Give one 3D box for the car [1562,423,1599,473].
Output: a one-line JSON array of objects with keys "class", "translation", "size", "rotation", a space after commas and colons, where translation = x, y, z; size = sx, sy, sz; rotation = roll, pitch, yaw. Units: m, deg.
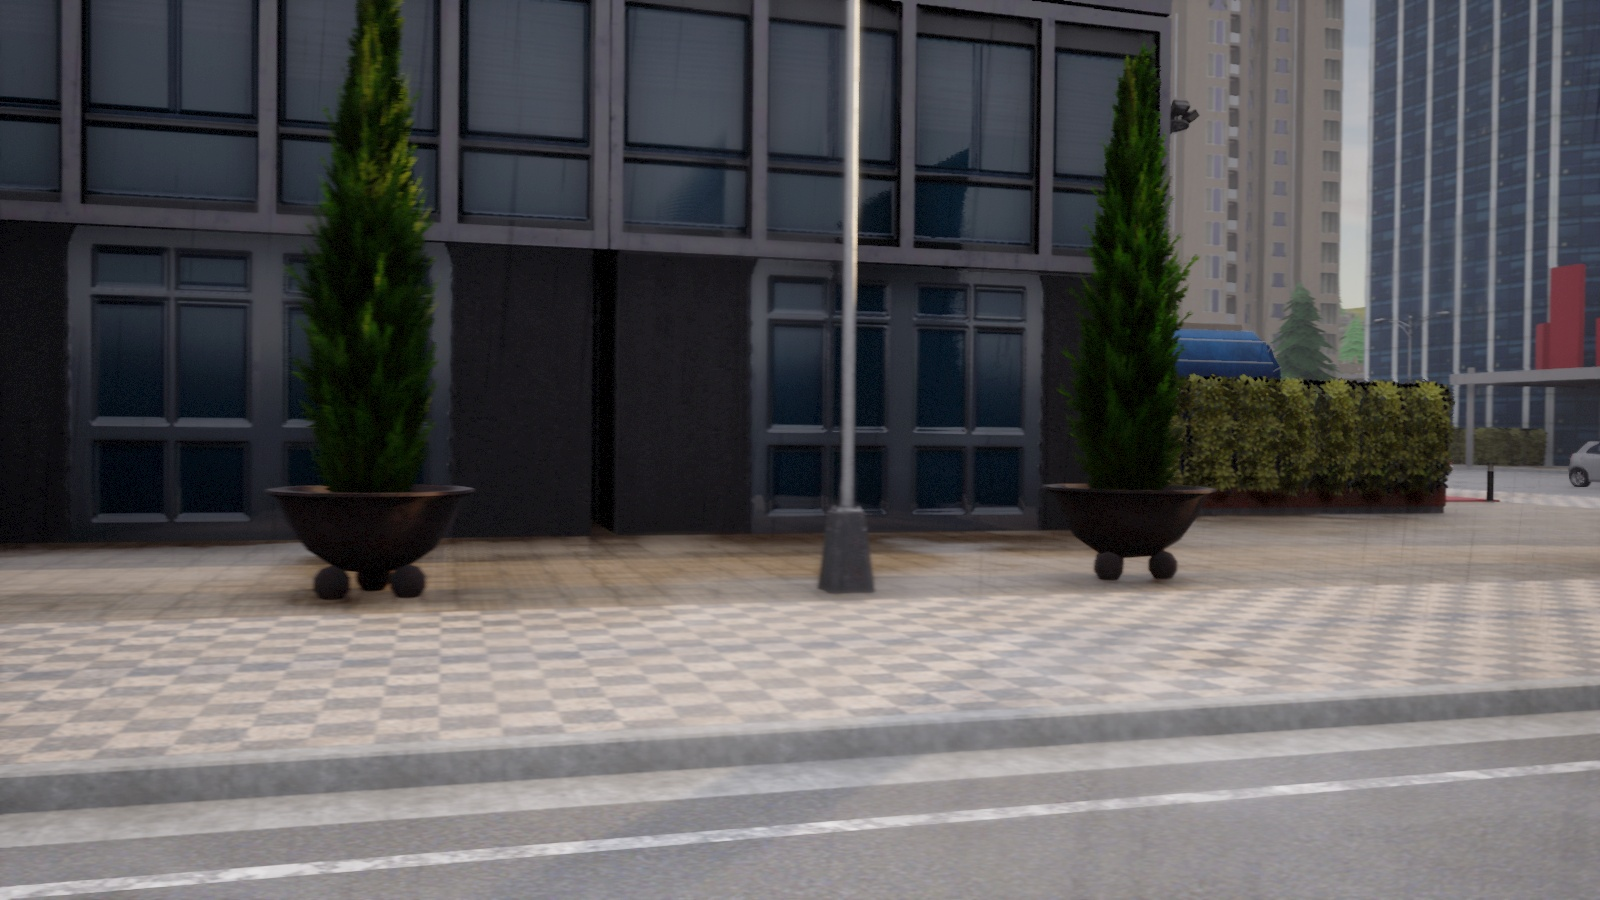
[{"class": "car", "translation": [25.520, -0.067, 38.264], "size": [1.845, 1.501, 3.633], "rotation": [-1, 1, -16]}]
